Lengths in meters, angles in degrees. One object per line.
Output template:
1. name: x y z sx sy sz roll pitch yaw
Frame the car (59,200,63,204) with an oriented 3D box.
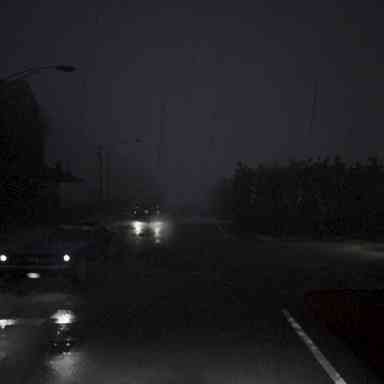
1. car: -21.043 1.500 46.805 5.357 1.411 2.033 0 0 -1

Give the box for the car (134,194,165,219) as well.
1. car: -3.573 1.209 29.004 2.150 2.045 5.566 0 0 0

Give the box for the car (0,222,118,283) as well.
1. car: -3.612 1.596 9.792 1.895 1.301 4.718 0 0 0
